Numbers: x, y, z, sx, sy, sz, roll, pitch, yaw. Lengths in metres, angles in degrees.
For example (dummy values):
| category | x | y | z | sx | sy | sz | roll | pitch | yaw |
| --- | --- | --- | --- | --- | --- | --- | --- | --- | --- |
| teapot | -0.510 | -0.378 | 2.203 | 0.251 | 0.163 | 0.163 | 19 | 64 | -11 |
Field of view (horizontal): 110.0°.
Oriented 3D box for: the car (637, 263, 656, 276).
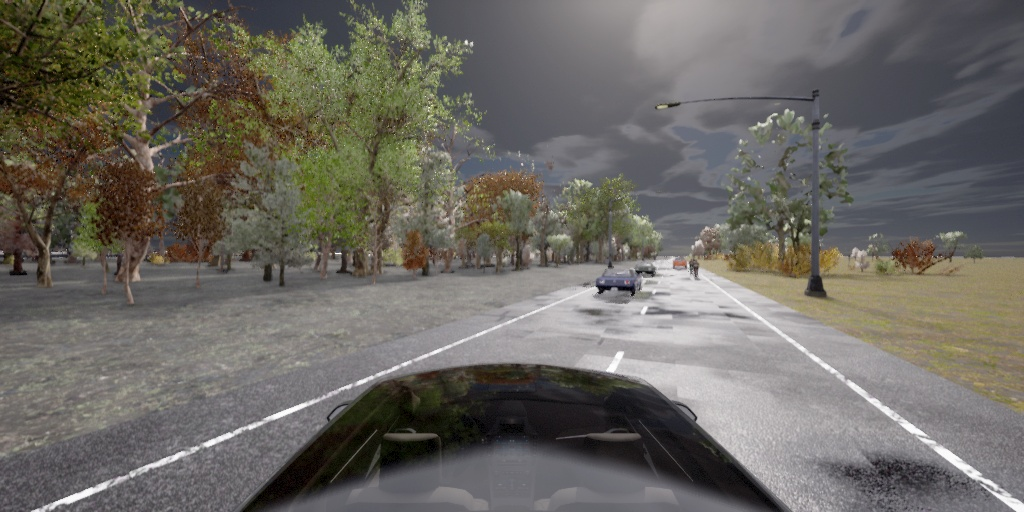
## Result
| category | x | y | z | sx | sy | sz | roll | pitch | yaw |
| --- | --- | --- | --- | --- | --- | --- | --- | --- | --- |
| car | 13.472 | 1.313 | 36.214 | 1.895 | 1.301 | 4.718 | 0 | 0 | 24 |

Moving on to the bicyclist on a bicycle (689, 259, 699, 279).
| category | x | y | z | sx | sy | sz | roll | pitch | yaw |
| --- | --- | --- | --- | --- | --- | --- | --- | --- | --- |
| bicyclist on a bicycle | 15.877 | 1.174 | 30.933 | 0.582 | 1.620 | 1.656 | 0 | 0 | 24 |

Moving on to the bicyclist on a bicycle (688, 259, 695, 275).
| category | x | y | z | sx | sy | sz | roll | pitch | yaw |
| --- | --- | --- | --- | --- | --- | --- | --- | --- | --- |
| bicyclist on a bicycle | 19.565 | 1.166 | 39.085 | 0.582 | 1.620 | 1.656 | 0 | 0 | 24 |

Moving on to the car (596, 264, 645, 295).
| category | x | y | z | sx | sy | sz | roll | pitch | yaw |
| --- | --- | --- | --- | --- | --- | --- | --- | --- | --- |
| car | 5.956 | 1.330 | 19.603 | 1.895 | 1.301 | 4.718 | 0 | 0 | 24 |
